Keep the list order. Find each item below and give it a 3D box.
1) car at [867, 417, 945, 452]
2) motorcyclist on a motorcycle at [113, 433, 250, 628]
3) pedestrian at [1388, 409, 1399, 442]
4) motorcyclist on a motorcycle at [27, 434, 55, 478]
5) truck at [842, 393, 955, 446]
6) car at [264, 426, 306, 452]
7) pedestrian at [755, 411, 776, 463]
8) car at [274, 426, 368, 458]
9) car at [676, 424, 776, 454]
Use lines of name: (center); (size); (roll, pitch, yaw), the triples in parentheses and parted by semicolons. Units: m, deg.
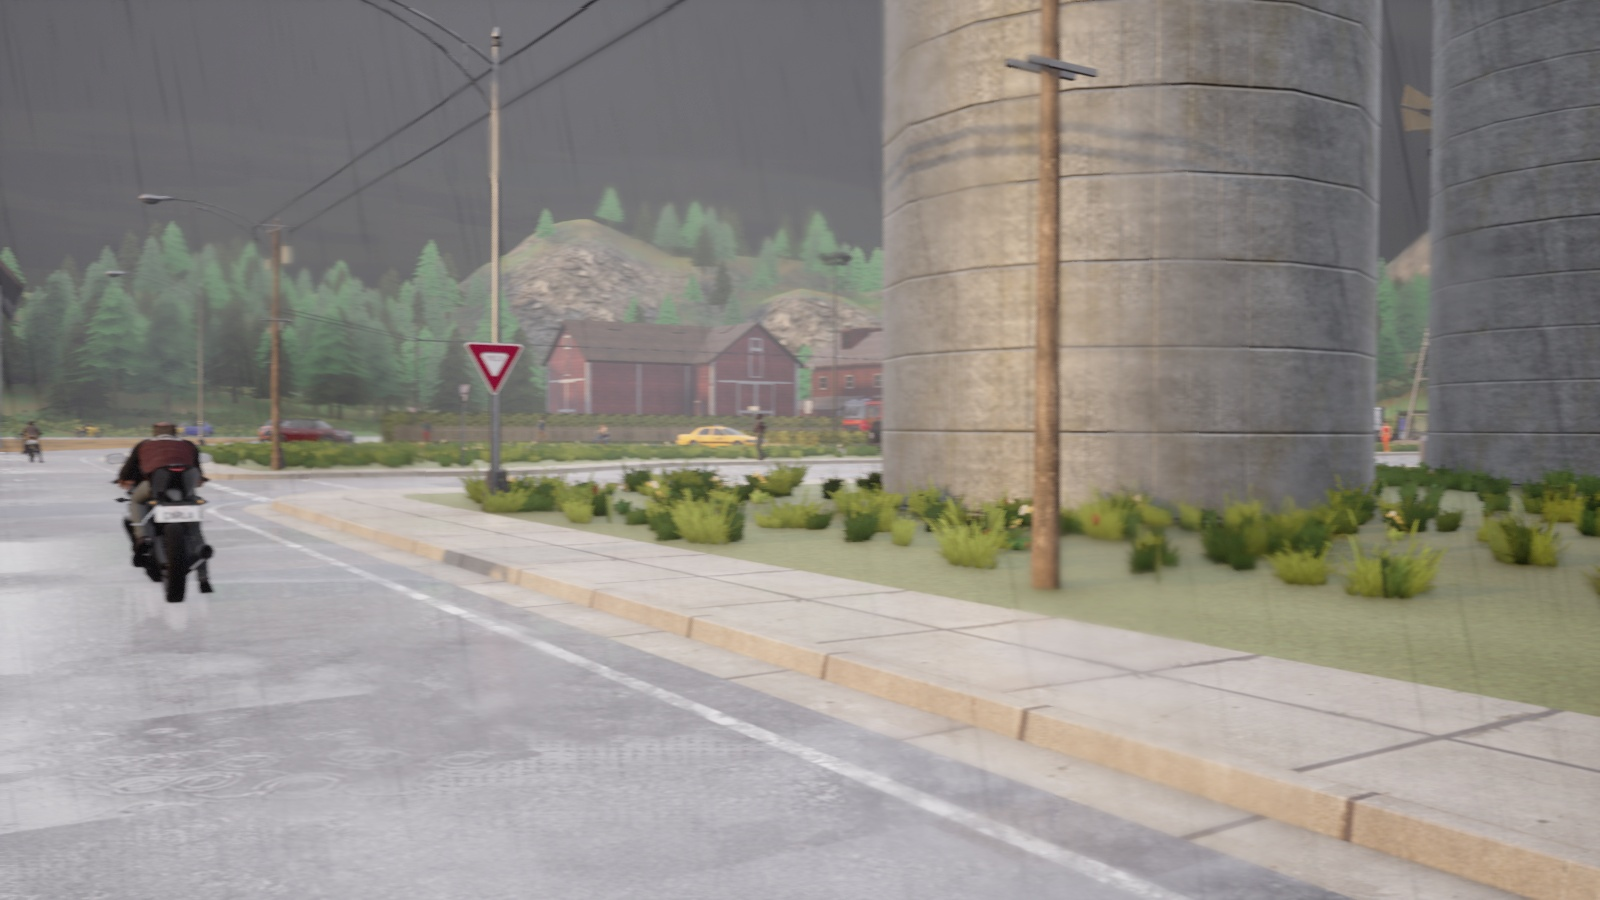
car: (5.885, -0.868, 69.668); (3.866, 1.878, 1.905); (-1, 1, -26)
motorcyclist on a motorcycle: (-5.496, 0.623, 11.078); (0.866, 1.530, 2.191); (-1, 1, -31)
pedestrian: (33.982, -1.404, 71.892); (0.594, 1.836, 0.345); (-1, 1, -33)
motorcyclist on a motorcycle: (-27.551, 0.196, 45.544); (0.797, 1.523, 2.044); (-1, 1, -32)
truck: (7.550, -2.336, 95.375); (8.468, 3.827, 2.891); (-1, 1, -33)
car: (-37.206, -0.812, 90.743); (2.097, 1.767, 4.553); (-1, 1, -13)
pedestrian: (-1.315, -0.501, 47.642); (0.666, 1.930, 0.402); (-1, 1, -34)
car: (-27.133, -0.473, 71.202); (4.553, 1.767, 2.097); (0, 1, 6)
car: (-4.097, -0.587, 69.064); (5.366, 1.575, 1.801); (0, 1, 32)
